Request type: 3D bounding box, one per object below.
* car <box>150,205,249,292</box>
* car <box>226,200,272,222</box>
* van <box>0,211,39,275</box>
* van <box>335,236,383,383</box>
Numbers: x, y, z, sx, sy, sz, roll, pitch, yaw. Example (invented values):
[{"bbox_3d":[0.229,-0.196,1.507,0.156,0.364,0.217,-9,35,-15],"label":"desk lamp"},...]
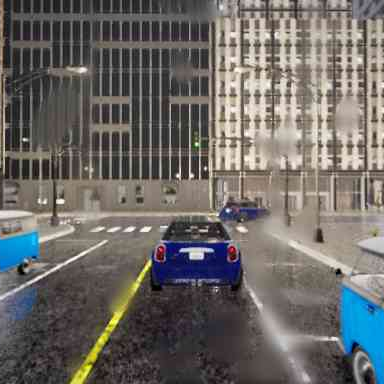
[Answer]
[{"bbox_3d":[0.099,1.418,9.308,2.097,1.767,4.553,0,-1,0],"label":"car"},{"bbox_3d":[4.393,1.519,26.747,4.553,1.767,2.097,0,0,-40],"label":"car"},{"bbox_3d":[-5.313,1.400,8.130,1.690,1.788,3.998,0,0,0],"label":"van"},{"bbox_3d":[2.569,1.359,2.448,1.690,1.788,3.998,0,0,0],"label":"van"}]
